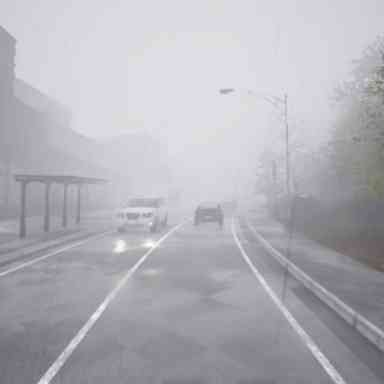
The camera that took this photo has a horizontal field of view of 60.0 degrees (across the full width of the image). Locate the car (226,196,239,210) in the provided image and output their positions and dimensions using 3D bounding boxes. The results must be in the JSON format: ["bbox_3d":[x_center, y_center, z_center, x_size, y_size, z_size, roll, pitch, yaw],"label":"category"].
[{"bbox_3d":[4.590,1.450,41.347,1.812,1.442,4.674,-2,0,14],"label":"car"}]

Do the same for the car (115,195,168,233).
[{"bbox_3d":[-2.845,1.241,20.181,2.150,2.045,5.566,-1,0,6],"label":"car"}]

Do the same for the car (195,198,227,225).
[{"bbox_3d":[1.317,1.455,23.897,1.882,1.535,5.008,-1,0,7],"label":"car"}]

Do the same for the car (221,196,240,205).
[{"bbox_3d":[7.067,1.494,60.945,2.033,1.411,5.357,-2,-1,22],"label":"car"}]
